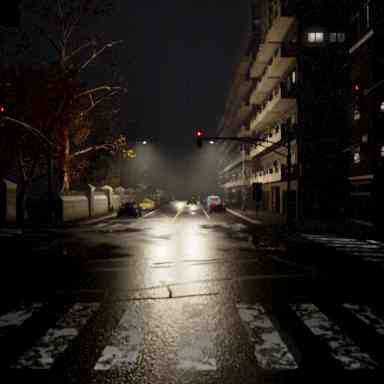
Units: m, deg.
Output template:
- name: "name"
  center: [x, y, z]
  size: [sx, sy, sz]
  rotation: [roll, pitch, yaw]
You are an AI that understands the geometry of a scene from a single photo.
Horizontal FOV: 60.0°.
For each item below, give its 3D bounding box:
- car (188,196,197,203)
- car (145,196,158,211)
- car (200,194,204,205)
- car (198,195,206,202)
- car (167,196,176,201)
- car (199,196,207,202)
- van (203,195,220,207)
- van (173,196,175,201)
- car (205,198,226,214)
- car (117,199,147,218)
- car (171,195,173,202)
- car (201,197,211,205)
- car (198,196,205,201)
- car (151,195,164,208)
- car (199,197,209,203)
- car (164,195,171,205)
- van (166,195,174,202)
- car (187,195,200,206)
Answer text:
- name: "car"
  center: [0.006, 1.559, 69.931]
  size: [1.837, 1.490, 4.892]
  rotation: [0, 0, 0]
- name: "car"
  center: [-5.684, 1.618, 41.887]
  size: [1.752, 1.417, 4.829]
  rotation: [0, 0, 0]
- name: "car"
  center: [2.696, 1.567, 53.317]
  size: [1.967, 1.590, 4.097]
  rotation: [0, 0, 0]
- name: "car"
  center: [2.697, 1.686, 87.097]
  size: [1.967, 1.590, 4.097]
  rotation: [0, 0, 0]
- name: "car"
  center: [-5.683, 1.820, 92.727]
  size: [2.008, 1.369, 4.403]
  rotation: [0, 0, 0]
- name: "car"
  center: [2.697, 1.768, 81.467]
  size: [1.887, 1.381, 4.507]
  rotation: [0, 0, 0]
- name: "van"
  center: [2.696, 1.435, 42.057]
  size: [1.690, 1.788, 3.998]
  rotation: [0, 0, 0]
- name: "van"
  center: [-5.683, 1.565, 81.469]
  size: [1.690, 1.788, 3.998]
  rotation: [0, 0, 0]
- name: "car"
  center: [2.695, 1.623, 36.426]
  size: [1.887, 1.381, 4.507]
  rotation: [0, 0, 0]
- name: "car"
  center: [-5.685, 1.630, 30.796]
  size: [1.947, 1.339, 4.313]
  rotation: [0, 0, 0]
- name: "car"
  center: [-5.683, 1.622, 70.208]
  size: [1.967, 1.590, 4.097]
  rotation: [0, 0, 0]
- name: "car"
  center: [2.696, 1.708, 64.577]
  size: [1.887, 1.381, 4.507]
  rotation: [0, 0, 0]
- name: "car"
  center: [2.697, 1.852, 92.728]
  size: [1.802, 1.307, 4.206]
  rotation: [0, 0, 0]
- name: "car"
  center: [-5.684, 1.425, 47.688]
  size: [2.192, 1.841, 5.009]
  rotation: [0, 0, 0]
- name: "car"
  center: [2.697, 1.753, 75.838]
  size: [2.008, 1.369, 4.403]
  rotation: [0, 0, 0]
- name: "car"
  center: [-5.684, 1.603, 64.579]
  size: [1.967, 1.590, 4.097]
  rotation: [0, 0, 0]
- name: "van"
  center: [-5.683, 1.587, 87.098]
  size: [1.690, 1.788, 3.998]
  rotation: [0, 0, 0]
- name: "car"
  center: [0.004, 1.694, 59.512]
  size: [2.033, 1.411, 5.357]
  rotation: [0, 0, 0]
